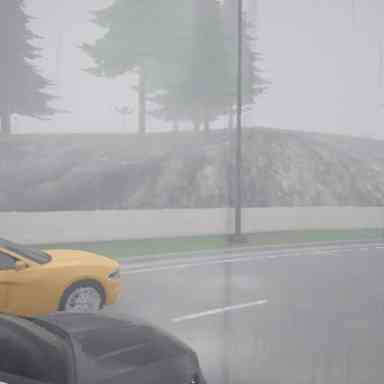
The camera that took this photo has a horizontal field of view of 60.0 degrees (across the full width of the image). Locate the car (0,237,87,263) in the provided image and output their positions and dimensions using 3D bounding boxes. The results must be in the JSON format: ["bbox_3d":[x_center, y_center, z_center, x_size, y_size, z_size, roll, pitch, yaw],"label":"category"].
[{"bbox_3d":[-3.617,1.404,5.299,5.008,1.535,1.882,0,0,-34],"label":"car"}]

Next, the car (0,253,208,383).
[{"bbox_3d":[-2.085,1.469,1.971,4.892,1.490,1.837,0,0,-36],"label":"car"}]
